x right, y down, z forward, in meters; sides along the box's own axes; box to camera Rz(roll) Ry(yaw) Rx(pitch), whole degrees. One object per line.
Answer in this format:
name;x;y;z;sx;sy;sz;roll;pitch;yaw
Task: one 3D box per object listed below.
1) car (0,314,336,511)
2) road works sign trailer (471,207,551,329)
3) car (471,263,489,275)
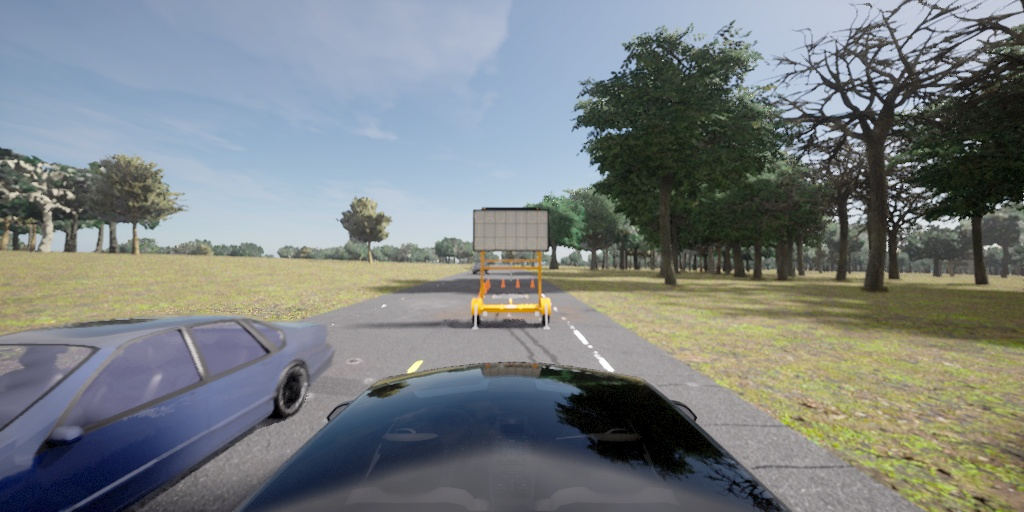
car;-3.607;1.303;3.154;2.033;1.411;5.357;0;0;0
road works sign trailer;-0.034;0.262;11.416;2.380;3.560;2.880;0;0;0
car;-3.950;1.605;45.241;1.837;1.490;4.892;0;-1;-1
